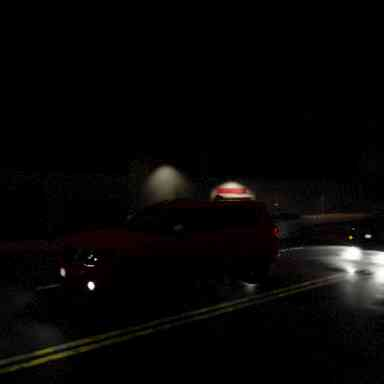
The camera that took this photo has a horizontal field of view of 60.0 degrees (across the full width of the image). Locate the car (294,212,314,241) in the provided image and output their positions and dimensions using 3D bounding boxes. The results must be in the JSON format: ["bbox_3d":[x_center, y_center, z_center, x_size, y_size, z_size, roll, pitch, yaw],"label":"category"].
[{"bbox_3d":[3.616,1.534,15.092,4.674,1.442,1.812,0,0,-35],"label":"car"}]

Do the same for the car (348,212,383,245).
[{"bbox_3d":[8.610,1.575,14.346,4.181,1.385,1.994,0,0,-35],"label":"car"}]

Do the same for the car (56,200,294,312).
[{"bbox_3d":[-0.256,1.228,8.085,5.566,2.045,2.150,0,0,-35],"label":"car"}]
